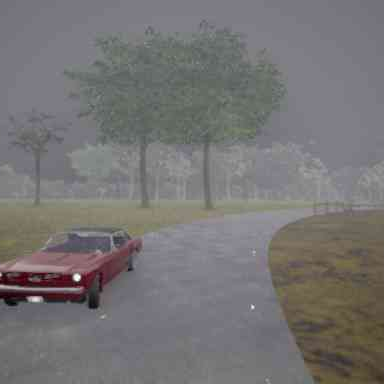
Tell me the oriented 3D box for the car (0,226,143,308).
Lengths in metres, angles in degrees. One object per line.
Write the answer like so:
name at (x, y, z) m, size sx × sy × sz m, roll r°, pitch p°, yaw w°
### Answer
car at (-2.591, 1.572, 8.013) m, size 1.895 × 1.301 × 4.718 m, roll 0°, pitch 0°, yaw 4°
